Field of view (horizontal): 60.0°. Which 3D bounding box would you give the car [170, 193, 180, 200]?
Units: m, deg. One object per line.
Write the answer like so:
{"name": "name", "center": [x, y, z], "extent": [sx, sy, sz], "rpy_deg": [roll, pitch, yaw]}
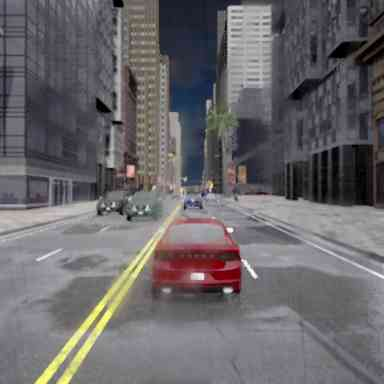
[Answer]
{"name": "car", "center": [-3.244, 0.907, 65.096], "extent": [2.033, 1.411, 5.357], "rpy_deg": [0, 0, 0]}

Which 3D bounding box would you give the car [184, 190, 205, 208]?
{"name": "car", "center": [0.109, 0.951, 38.581], "extent": [2.097, 1.767, 4.553], "rpy_deg": [0, 1, 0]}

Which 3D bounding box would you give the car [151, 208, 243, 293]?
{"name": "car", "center": [0.103, 1.398, 8.663], "extent": [1.882, 1.535, 5.008], "rpy_deg": [0, 1, 0]}

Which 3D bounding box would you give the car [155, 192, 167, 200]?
{"name": "car", "center": [-6.484, 0.820, 70.493], "extent": [2.128, 1.511, 4.902], "rpy_deg": [0, 0, 0]}

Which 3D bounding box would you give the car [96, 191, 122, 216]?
{"name": "car", "center": [-6.581, 0.928, 28.833], "extent": [2.150, 2.045, 5.566], "rpy_deg": [0, 1, 0]}

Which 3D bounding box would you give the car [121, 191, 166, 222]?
{"name": "car", "center": [-3.340, 0.979, 24.372], "extent": [2.150, 2.045, 5.566], "rpy_deg": [0, 1, 0]}

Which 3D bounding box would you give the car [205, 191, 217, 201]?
{"name": "car", "center": [3.364, 0.923, 59.251], "extent": [1.812, 1.442, 4.674], "rpy_deg": [0, 0, 0]}
